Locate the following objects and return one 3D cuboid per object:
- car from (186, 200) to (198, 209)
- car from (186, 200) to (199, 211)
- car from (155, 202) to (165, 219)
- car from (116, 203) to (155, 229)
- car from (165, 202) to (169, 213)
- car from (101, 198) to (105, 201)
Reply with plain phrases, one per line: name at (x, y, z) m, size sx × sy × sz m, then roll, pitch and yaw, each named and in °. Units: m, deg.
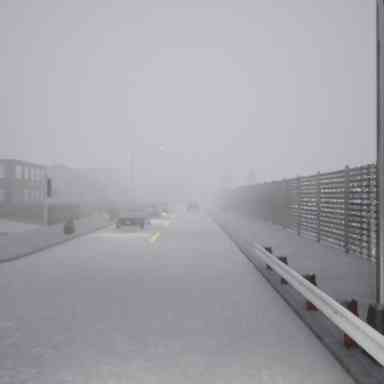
car at (-0.007, 2.181, 59.714) m, size 2.033 × 1.411 × 5.357 m, roll 0°, pitch -1°, yaw 0°
car at (0.099, 2.069, 49.086) m, size 2.033 × 1.411 × 5.357 m, roll 0°, pitch -1°, yaw -1°
car at (-4.096, 1.862, 33.583) m, size 1.837 × 1.490 × 4.892 m, roll 0°, pitch -1°, yaw 0°
car at (-4.103, 1.732, 23.866) m, size 1.882 × 1.535 × 5.008 m, roll 0°, pitch -1°, yaw 0°
car at (-4.063, 2.015, 44.038) m, size 2.033 × 1.411 × 5.357 m, roll 0°, pitch -1°, yaw 0°
car at (-17.284, 1.764, 59.300) m, size 3.633 × 1.501 × 1.845 m, roll 0°, pitch -1°, yaw 0°
